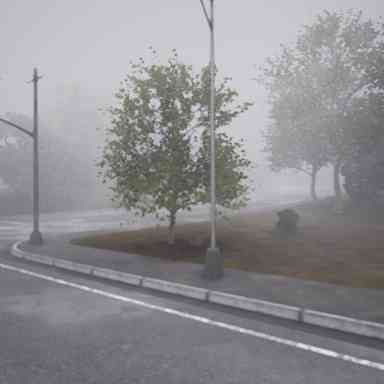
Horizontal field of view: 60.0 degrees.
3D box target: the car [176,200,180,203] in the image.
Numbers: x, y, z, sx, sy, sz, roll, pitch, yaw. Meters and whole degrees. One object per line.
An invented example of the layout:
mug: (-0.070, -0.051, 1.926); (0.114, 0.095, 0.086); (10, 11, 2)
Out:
car: (-2.142, 1.175, 45.037); (1.837, 1.490, 4.892); (0, 2, 38)
